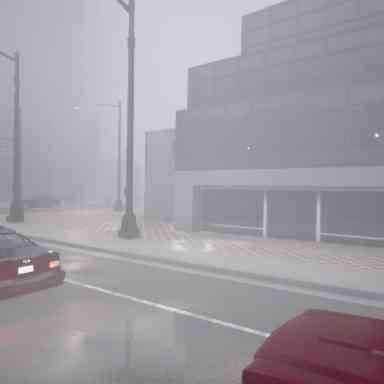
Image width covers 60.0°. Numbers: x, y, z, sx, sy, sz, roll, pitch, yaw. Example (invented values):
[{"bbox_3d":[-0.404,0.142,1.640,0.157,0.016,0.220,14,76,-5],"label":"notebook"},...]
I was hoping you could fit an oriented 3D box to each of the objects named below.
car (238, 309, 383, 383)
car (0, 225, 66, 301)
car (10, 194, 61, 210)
[{"bbox_3d":[2.651,1.602,2.103,4.718,1.301,1.895,0,0,35],"label":"car"},{"bbox_3d":[-5.150,1.461,7.669,5.357,1.411,2.033,1,0,35],"label":"car"},{"bbox_3d":[-16.042,1.012,34.357,1.882,1.535,5.008,1,1,36],"label":"car"}]
